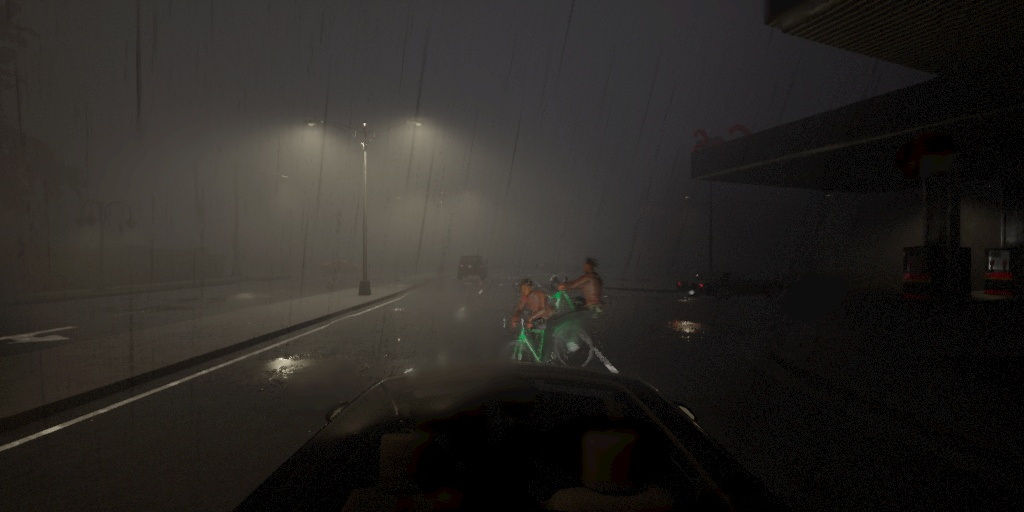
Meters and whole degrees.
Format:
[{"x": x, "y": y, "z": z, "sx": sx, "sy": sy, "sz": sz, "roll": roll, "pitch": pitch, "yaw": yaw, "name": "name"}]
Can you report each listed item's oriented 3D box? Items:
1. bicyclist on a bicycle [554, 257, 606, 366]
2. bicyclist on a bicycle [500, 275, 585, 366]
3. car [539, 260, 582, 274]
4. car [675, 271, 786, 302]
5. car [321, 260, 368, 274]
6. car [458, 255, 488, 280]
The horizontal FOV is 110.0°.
[{"x": 0.968, "y": 0.789, "z": 5.793, "sx": 0.582, "sy": 1.620, "sz": 1.656, "roll": 15, "pitch": 26, "yaw": -46, "name": "bicyclist on a bicycle"}, {"x": 0.367, "y": 1.172, "z": 5.649, "sx": 0.582, "sy": 1.620, "sz": 1.656, "roll": -10, "pitch": -11, "yaw": 42, "name": "bicyclist on a bicycle"}, {"x": 5.492, "y": 1.224, "z": 40.395, "sx": 4.902, "sy": 1.511, "sz": 2.128, "roll": 0, "pitch": -1, "yaw": -9, "name": "car"}, {"x": 10.218, "y": 1.344, "z": 16.730, "sx": 4.718, "sy": 1.301, "sz": 1.895, "roll": 0, "pitch": 0, "yaw": -15, "name": "car"}, {"x": -18.698, "y": 1.210, "z": 40.069, "sx": 5.008, "sy": 1.535, "sz": 1.882, "roll": 0, "pitch": 0, "yaw": 5, "name": "car"}, {"x": -3.350, "y": 0.959, "z": 31.272, "sx": 2.150, "sy": 2.045, "sz": 5.566, "roll": 0, "pitch": 0, "yaw": 0, "name": "car"}]
